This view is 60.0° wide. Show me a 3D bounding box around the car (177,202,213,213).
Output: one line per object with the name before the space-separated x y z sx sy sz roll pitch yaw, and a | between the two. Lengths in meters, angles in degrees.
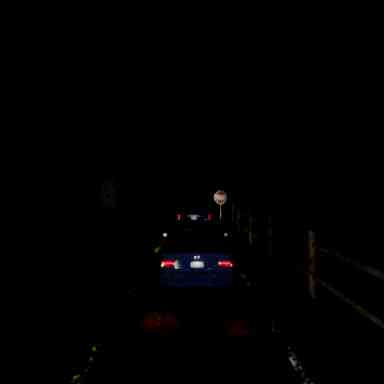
car | 0.162 1.376 19.270 2.097 1.767 4.553 0 0 2

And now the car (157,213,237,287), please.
car | 0.102 1.560 9.432 2.033 1.411 5.357 0 0 0
